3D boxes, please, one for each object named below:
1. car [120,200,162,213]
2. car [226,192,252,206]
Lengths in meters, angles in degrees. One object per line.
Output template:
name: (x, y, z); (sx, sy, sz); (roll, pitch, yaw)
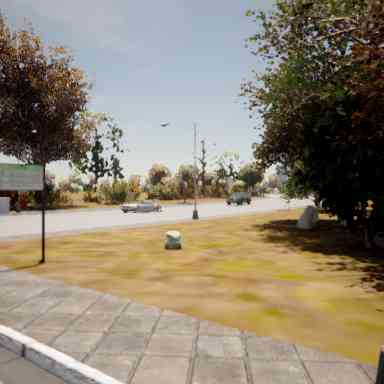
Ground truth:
car: (-5.468, 1.571, 35.970); (1.895, 1.301, 4.718); (0, 0, 38)
car: (7.579, 1.071, 53.136); (2.150, 2.045, 5.566); (0, 0, 35)
